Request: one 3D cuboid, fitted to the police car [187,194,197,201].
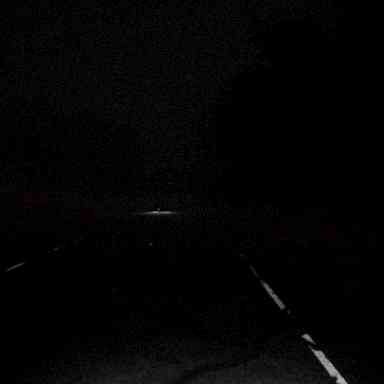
[{"bbox_3d":[0.247,1.630,92.170,1.930,1.638,5.238,0,0,-1],"label":"police car"}]

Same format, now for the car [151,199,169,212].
[{"bbox_3d":[-3.637,1.486,38.659,2.033,1.411,5.357,0,0,0],"label":"car"}]
